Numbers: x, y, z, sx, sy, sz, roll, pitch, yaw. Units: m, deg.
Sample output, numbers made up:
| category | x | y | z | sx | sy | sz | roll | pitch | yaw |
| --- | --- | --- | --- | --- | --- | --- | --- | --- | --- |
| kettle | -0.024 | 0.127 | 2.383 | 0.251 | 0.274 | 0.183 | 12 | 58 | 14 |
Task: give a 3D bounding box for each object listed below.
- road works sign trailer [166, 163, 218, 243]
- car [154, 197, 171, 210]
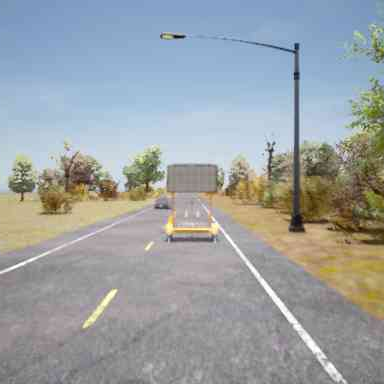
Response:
| category | x | y | z | sx | sy | sz | roll | pitch | yaw |
| --- | --- | --- | --- | --- | --- | --- | --- | --- | --- |
| road works sign trailer | -0.001 | 0.423 | 15.842 | 2.380 | 3.560 | 2.880 | 0 | 0 | 0 |
| car | -3.594 | 1.375 | 41.085 | 1.837 | 1.490 | 4.892 | 0 | 1 | 0 |
